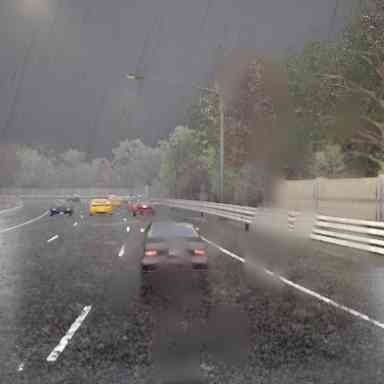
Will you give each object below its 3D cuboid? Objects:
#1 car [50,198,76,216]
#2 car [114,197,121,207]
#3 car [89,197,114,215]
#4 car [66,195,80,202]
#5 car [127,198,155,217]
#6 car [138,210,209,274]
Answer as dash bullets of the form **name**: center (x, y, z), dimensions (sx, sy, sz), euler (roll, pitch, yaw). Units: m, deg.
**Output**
- **car**: center (-12.424, 1.579, 31.952), dimensions (1.895, 1.301, 4.718), euler (0, 0, -18)
- **car**: center (-11.733, 1.445, 48.909), dimensions (1.882, 1.535, 5.008), euler (0, 0, -25)
- **car**: center (-9.242, 1.455, 33.335), dimensions (1.882, 1.535, 5.008), euler (0, 0, -18)
- **car**: center (-25.096, 1.454, 69.638), dimensions (1.837, 1.490, 4.892), euler (0, 0, -40)
- **car**: center (-4.878, 1.332, 31.462), dimensions (2.097, 1.767, 4.553), euler (0, 0, -19)
- **car**: center (-0.672, 1.541, 10.597), dimensions (2.033, 1.411, 5.357), euler (0, 0, -6)
